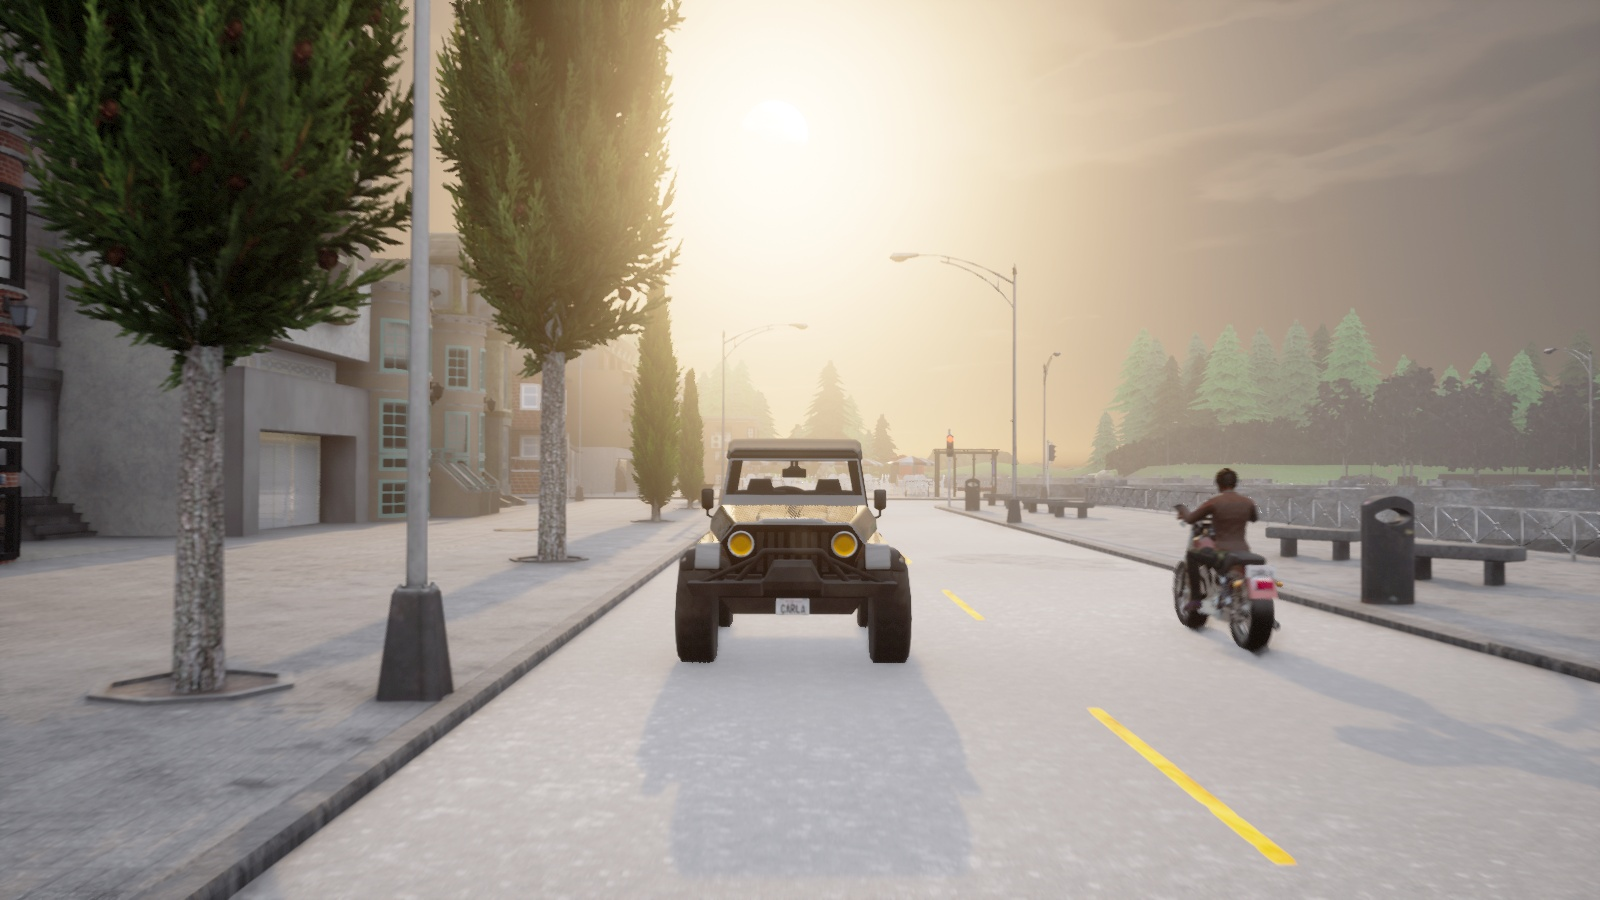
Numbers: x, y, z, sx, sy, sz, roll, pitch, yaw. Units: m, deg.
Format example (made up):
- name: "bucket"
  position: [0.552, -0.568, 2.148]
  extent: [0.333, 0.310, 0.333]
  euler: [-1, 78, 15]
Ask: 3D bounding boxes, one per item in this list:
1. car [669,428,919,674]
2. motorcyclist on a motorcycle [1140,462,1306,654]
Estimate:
- name: "car"
  position: [-0.044, 0.805, 11.577]
  extent: [1.905, 1.878, 3.866]
  euler: [0, -1, 0]
- name: "motorcyclist on a motorcycle"
  position: [3.946, 0.950, 11.954]
  extent: [0.766, 1.649, 2.350]
  euler: [0, -1, 0]
